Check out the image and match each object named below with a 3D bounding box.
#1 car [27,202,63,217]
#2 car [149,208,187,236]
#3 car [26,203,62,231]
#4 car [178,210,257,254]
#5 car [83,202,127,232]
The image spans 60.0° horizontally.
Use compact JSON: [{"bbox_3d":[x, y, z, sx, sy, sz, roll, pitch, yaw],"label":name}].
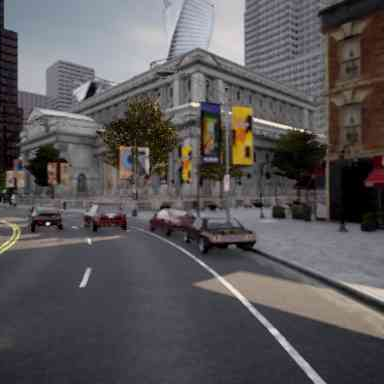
[{"bbox_3d":[-16.242,1.872,36.627,2.033,1.411,5.357,0,0,-42],"label":"car"},{"bbox_3d":[-1.093,1.638,19.377,2.002,1.452,4.674,0,0,-23],"label":"car"},{"bbox_3d":[-9.997,1.705,22.527,1.837,1.490,4.892,0,-1,-29],"label":"car"},{"bbox_3d":[0.926,1.668,14.013,1.895,1.301,4.718,0,0,-13],"label":"car"},{"bbox_3d":[-5.823,1.518,21.969,2.097,1.767,4.553,0,0,-26],"label":"car"}]
